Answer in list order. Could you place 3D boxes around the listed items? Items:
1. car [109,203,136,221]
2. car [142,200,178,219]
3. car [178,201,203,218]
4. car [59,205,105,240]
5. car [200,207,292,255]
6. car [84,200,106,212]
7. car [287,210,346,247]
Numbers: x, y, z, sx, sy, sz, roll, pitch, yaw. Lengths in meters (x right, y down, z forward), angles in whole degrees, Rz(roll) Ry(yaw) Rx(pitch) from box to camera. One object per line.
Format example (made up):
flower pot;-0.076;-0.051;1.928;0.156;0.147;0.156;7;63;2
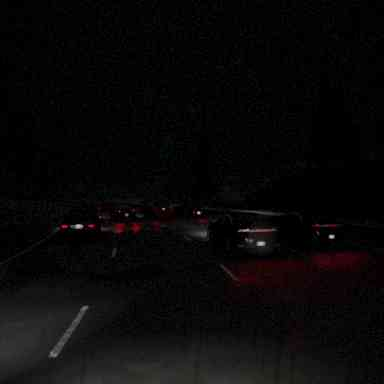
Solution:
car;-6.203;1.730;29.523;1.812;1.442;4.674;0;-1;-21
car;-3.340;1.566;31.785;2.097;1.767;4.553;0;0;-22
car;-0.274;1.725;33.524;1.837;1.490;4.892;0;-1;-22
car;-5.936;1.675;17.920;2.033;1.411;5.357;0;0;-14
car;1.974;1.580;13.896;2.128;1.511;4.902;0;0;-10
car;-12.160;1.768;41.370;1.882;1.535;5.008;0;0;-31
car;5.175;1.587;15.745;2.128;1.511;4.902;0;0;-10
